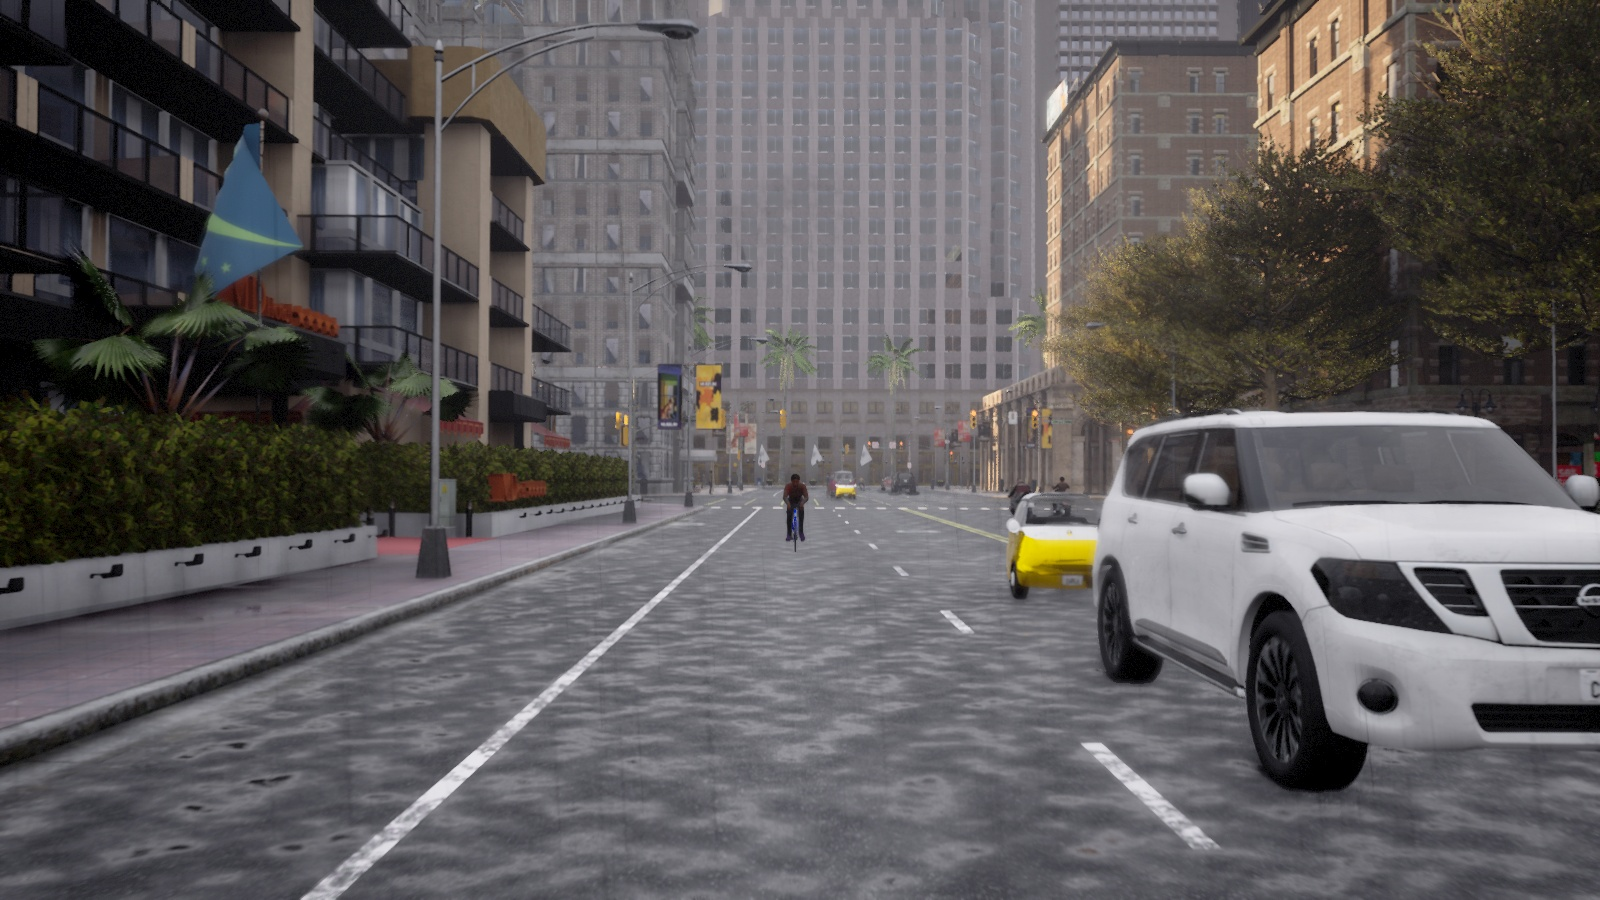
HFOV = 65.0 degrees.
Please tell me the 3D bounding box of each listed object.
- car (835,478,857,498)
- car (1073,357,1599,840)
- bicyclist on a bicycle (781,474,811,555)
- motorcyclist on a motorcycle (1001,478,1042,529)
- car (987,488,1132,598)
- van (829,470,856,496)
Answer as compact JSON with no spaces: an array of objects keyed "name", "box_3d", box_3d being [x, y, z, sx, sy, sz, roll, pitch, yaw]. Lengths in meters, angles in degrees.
[{"name":"car","box_3d":[3.224,2.683,87.905,1.481,1.376,2.207,0,-2,0]},{"name":"car","box_3d":[3.472,0.698,8.129,2.150,2.045,5.566,0,-2,0]},{"name":"bicyclist on a bicycle","box_3d":[-0.083,1.315,26.107,0.582,1.620,1.656,0,-1,0]},{"name":"motorcyclist on a motorcycle","box_3d":[6.877,1.636,39.012,0.866,1.530,2.191,0,-1,0]},{"name":"car","box_3d":[3.446,1.214,16.981,1.481,1.376,2.207,0,-2,0]},{"name":"van","box_3d":[3.320,2.592,98.193,1.775,1.987,4.442,0,-1,-3]}]
